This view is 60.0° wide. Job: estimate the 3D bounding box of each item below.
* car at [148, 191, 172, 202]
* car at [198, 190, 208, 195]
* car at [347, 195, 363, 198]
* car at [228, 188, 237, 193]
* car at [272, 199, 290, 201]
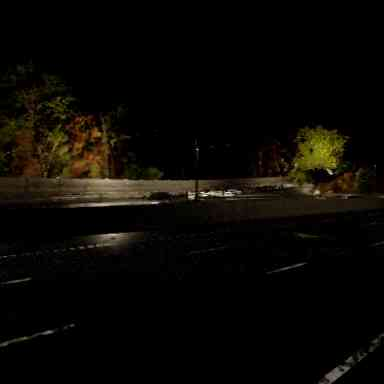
[{"bbox_3d":[-4.682,0.641,48.956,1.812,1.442,4.674,0,1,26],"label":"car"},{"bbox_3d":[2.288,0.351,63.425,1.812,1.442,4.674,0,2,26],"label":"car"},{"bbox_3d":[23.788,1.281,48.813,4.892,1.490,1.837,0,0,-41],"label":"car"},{"bbox_3d":[9.419,-0.161,77.010,1.994,1.385,4.181,0,2,29],"label":"car"},{"bbox_3d":[9.595,1.395,36.519,4.718,1.301,1.895,0,0,-41],"label":"car"}]
